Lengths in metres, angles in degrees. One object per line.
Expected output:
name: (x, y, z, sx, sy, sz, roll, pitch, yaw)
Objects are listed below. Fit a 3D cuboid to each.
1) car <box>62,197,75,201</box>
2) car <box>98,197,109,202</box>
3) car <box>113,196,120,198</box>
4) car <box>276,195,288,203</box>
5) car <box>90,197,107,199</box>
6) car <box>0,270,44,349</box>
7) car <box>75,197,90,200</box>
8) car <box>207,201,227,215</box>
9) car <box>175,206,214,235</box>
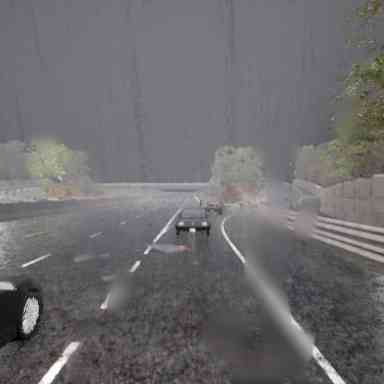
car: (-27.993, 1.939, 75.937, 2.128, 1.511, 4.902, 0, 0, 0)
car: (-24.492, 2.040, 92.186, 1.812, 1.442, 4.674, 0, 0, 0)
car: (-20.992, 2.016, 92.185, 1.837, 1.490, 4.892, 0, 0, 0)
car: (22.697, 2.324, 85.011, 2.033, 1.411, 5.357, 0, 2, 20)
car: (-20.993, 1.954, 75.936, 2.033, 1.411, 5.357, 0, 0, 0)
car: (-3.399, 1.525, 3.668, 1.837, 1.490, 4.892, 0, 0, 0)
car: (-24.493, 1.938, 75.936, 1.812, 1.442, 4.674, 0, 0, 0)
car: (2.718, 1.766, 36.837, 1.837, 1.490, 4.892, 1, -1, 14)
car: (0.152, 1.705, 19.529, 1.895, 1.301, 4.718, 0, 0, 3)
